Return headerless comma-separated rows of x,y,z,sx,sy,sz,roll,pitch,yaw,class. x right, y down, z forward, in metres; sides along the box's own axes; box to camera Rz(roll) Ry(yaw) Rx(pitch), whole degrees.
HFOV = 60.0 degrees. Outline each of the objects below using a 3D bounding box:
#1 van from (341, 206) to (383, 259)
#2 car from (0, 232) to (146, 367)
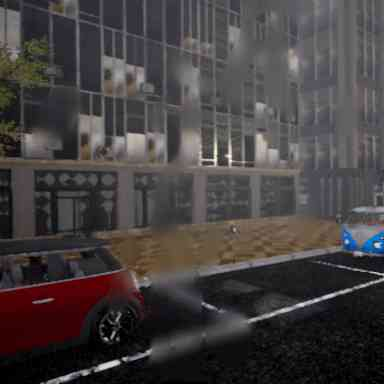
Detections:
6.809,1.378,11.437,3.998,1.788,1.690,0,-1,-35,van
-2.800,1.441,4.592,4.097,1.590,1.967,0,-1,-35,car
